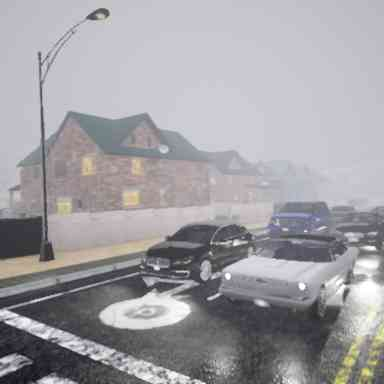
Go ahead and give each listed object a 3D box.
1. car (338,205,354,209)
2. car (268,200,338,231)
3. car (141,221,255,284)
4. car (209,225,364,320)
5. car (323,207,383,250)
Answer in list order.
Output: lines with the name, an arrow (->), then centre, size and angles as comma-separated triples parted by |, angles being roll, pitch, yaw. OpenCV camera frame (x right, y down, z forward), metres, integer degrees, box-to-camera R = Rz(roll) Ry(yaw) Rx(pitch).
car -> 12.261, 1.853, 27.018 | 1.837, 1.490, 4.892 | -2, -1, 36
car -> 6.182, 1.501, 18.565 | 2.150, 2.045, 5.566 | -2, -1, 36
car -> 0.455, 1.720, 10.536 | 1.837, 1.490, 4.892 | -2, -1, 34
car -> 2.532, 1.726, 7.851 | 1.895, 1.301, 4.718 | -2, -1, 35
car -> 7.942, 1.677, 15.424 | 2.128, 1.511, 4.902 | -2, -1, 35
